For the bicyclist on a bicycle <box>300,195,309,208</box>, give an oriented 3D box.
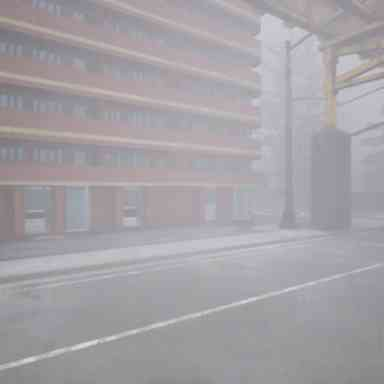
[{"bbox_3d":[13.672,1.136,40.408,1.656,1.620,0.582,-1,0,-35],"label":"bicyclist on a bicycle"}]
